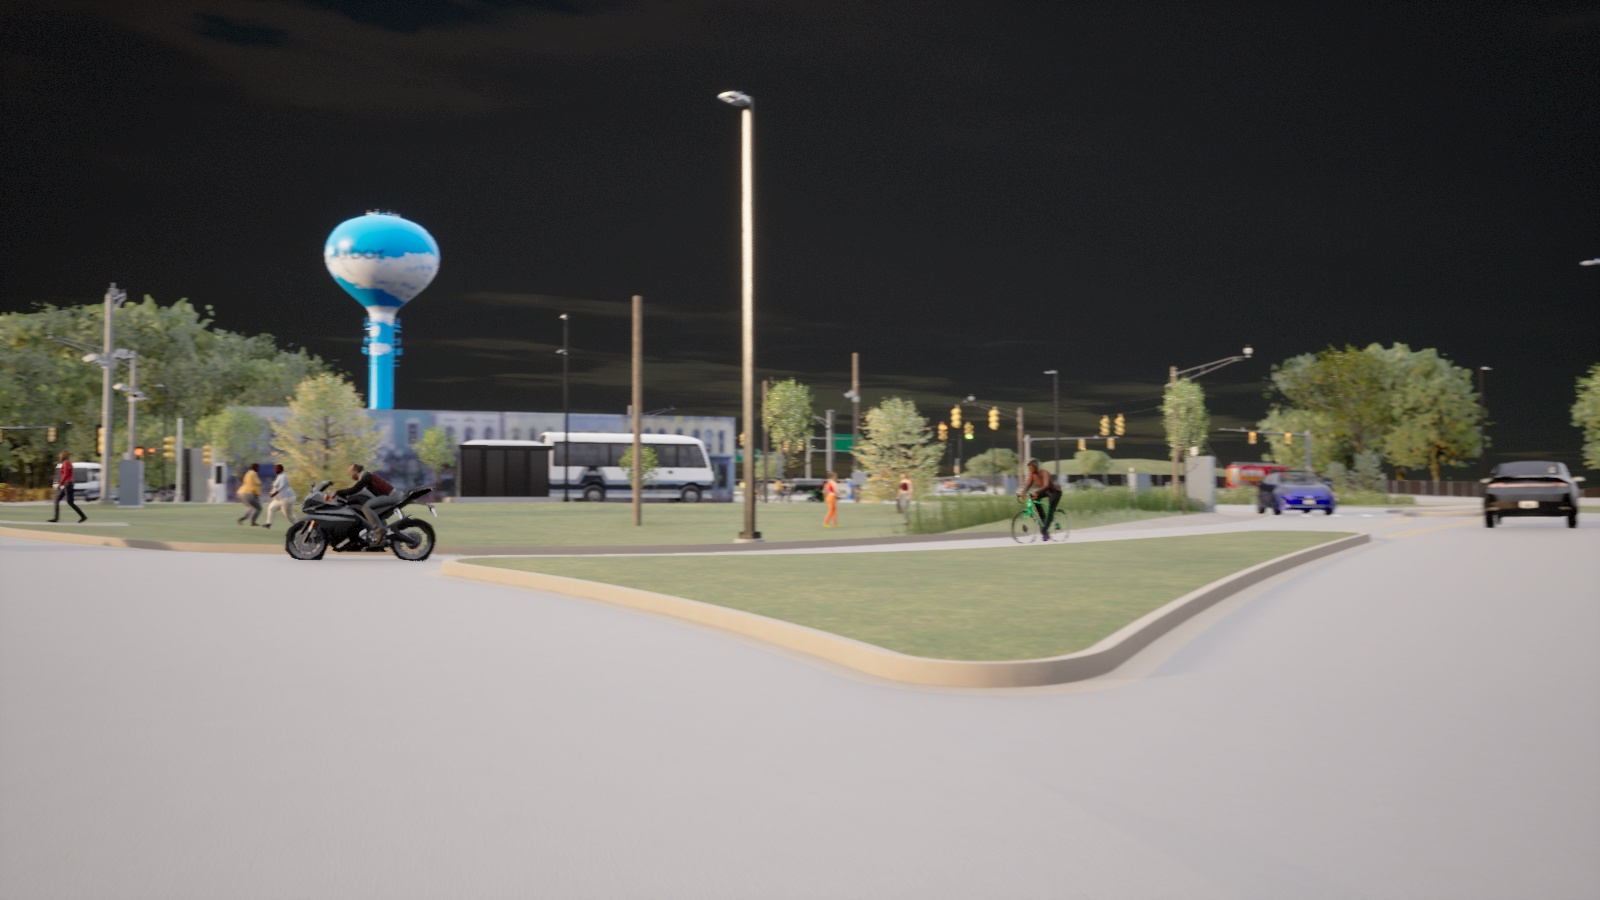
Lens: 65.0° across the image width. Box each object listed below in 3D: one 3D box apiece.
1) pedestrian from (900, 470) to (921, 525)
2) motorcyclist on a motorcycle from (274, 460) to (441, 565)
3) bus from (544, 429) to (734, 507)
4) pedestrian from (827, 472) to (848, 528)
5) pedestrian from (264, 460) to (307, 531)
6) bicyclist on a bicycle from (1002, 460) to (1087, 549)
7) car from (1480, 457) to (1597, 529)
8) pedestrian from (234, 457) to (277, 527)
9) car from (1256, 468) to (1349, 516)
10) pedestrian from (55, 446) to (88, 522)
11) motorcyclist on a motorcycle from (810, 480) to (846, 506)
[{"bbox_3d":[3.681,1.581,41.743,0.594,1.836,0.345,2,-3,-33],"label":"pedestrian"},{"bbox_3d":[-6.659,0.953,19.009,2.191,1.530,0.866,1,-3,-7],"label":"motorcyclist on a motorcycle"},{"bbox_3d":[-9.344,1.168,72.809,10.273,4.253,3.944,1,-3,-21],"label":"bus"},{"bbox_3d":[1.234,1.640,41.429,0.594,1.836,0.345,1,-3,-26],"label":"pedestrian"},{"bbox_3d":[-13.654,1.210,33.312,0.900,1.855,0.874,2,-3,-32],"label":"pedestrian"},{"bbox_3d":[4.644,1.015,23.850,1.656,1.620,0.582,0,-2,-38],"label":"bicyclist on a bicycle"},{"bbox_3d":[17.130,0.995,29.065,2.128,1.511,4.902,-2,-2,32],"label":"car"},{"bbox_3d":[-14.828,1.147,34.189,0.900,1.855,0.874,2,-3,-32],"label":"pedestrian"},{"bbox_3d":[17.028,1.422,42.760,2.007,1.525,4.514,-1,-2,9],"label":"car"},{"bbox_3d":[-17.868,0.832,30.798,0.636,1.846,0.331,1,-3,-26],"label":"pedestrian"},{"bbox_3d":[1.684,2.601,76.304,2.044,1.523,0.797,-1,-2,-8],"label":"motorcyclist on a motorcycle"}]
